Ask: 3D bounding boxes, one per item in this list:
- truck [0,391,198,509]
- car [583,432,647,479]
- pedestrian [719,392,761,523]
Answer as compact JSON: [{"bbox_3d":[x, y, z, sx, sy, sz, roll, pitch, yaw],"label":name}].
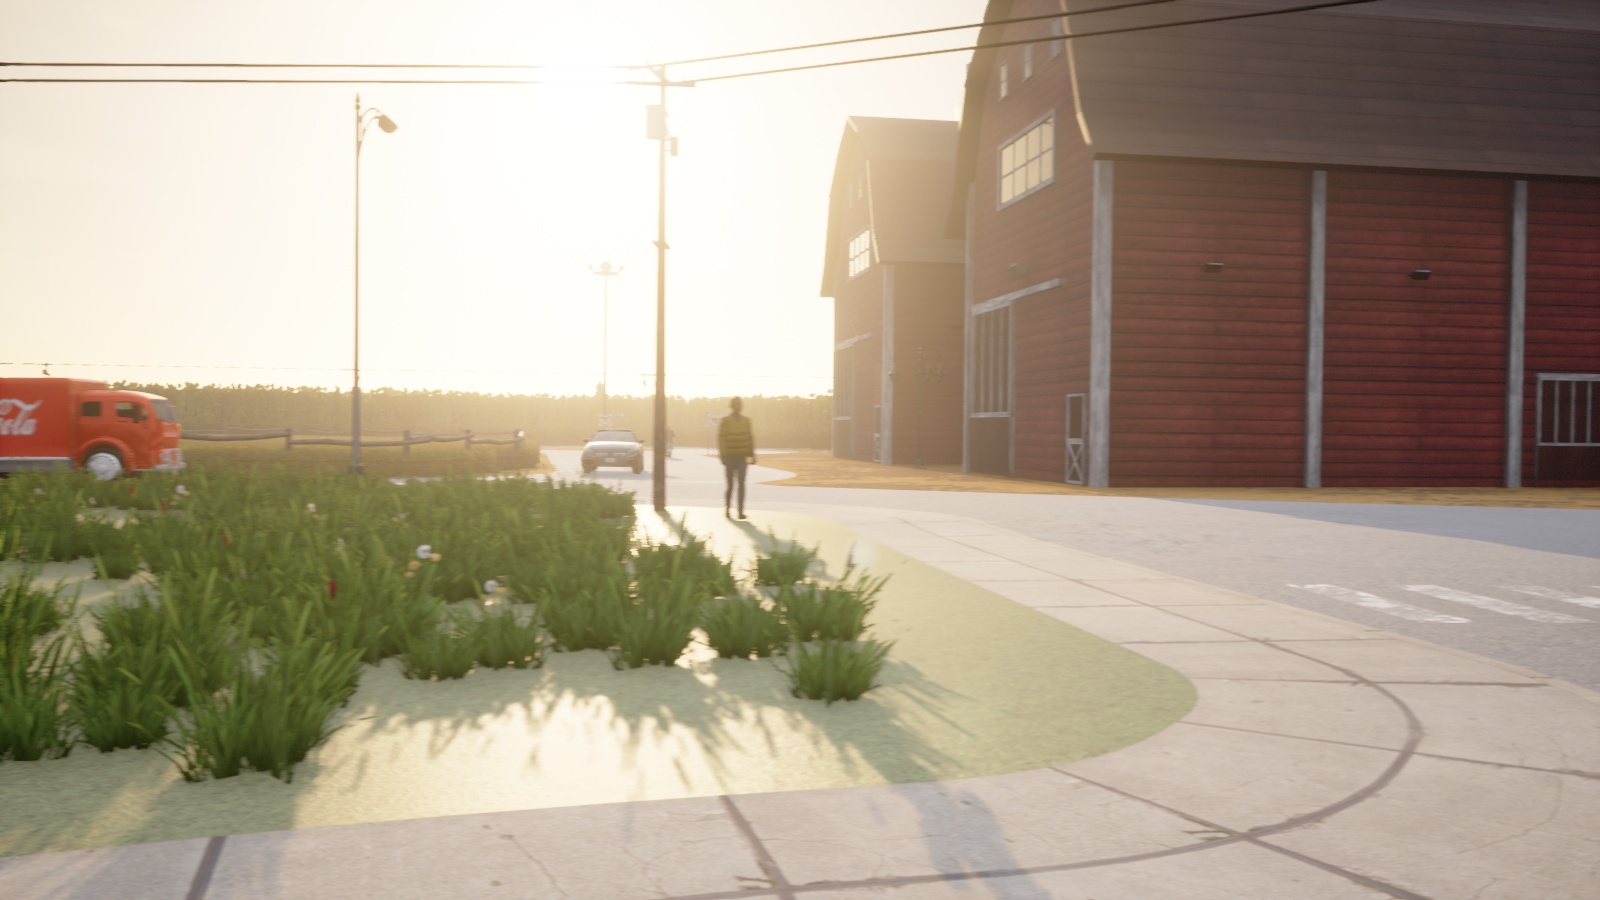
[{"bbox_3d":[-16.713,-0.015,28.149,5.204,2.467,2.627,-1,1,-9],"label":"truck"},{"bbox_3d":[-6.049,0.147,41.513,1.812,1.442,4.674,-1,1,-5],"label":"car"},{"bbox_3d":[-0.866,0.094,18.080,0.431,1.840,0.709,-1,1,-15],"label":"pedestrian"}]
